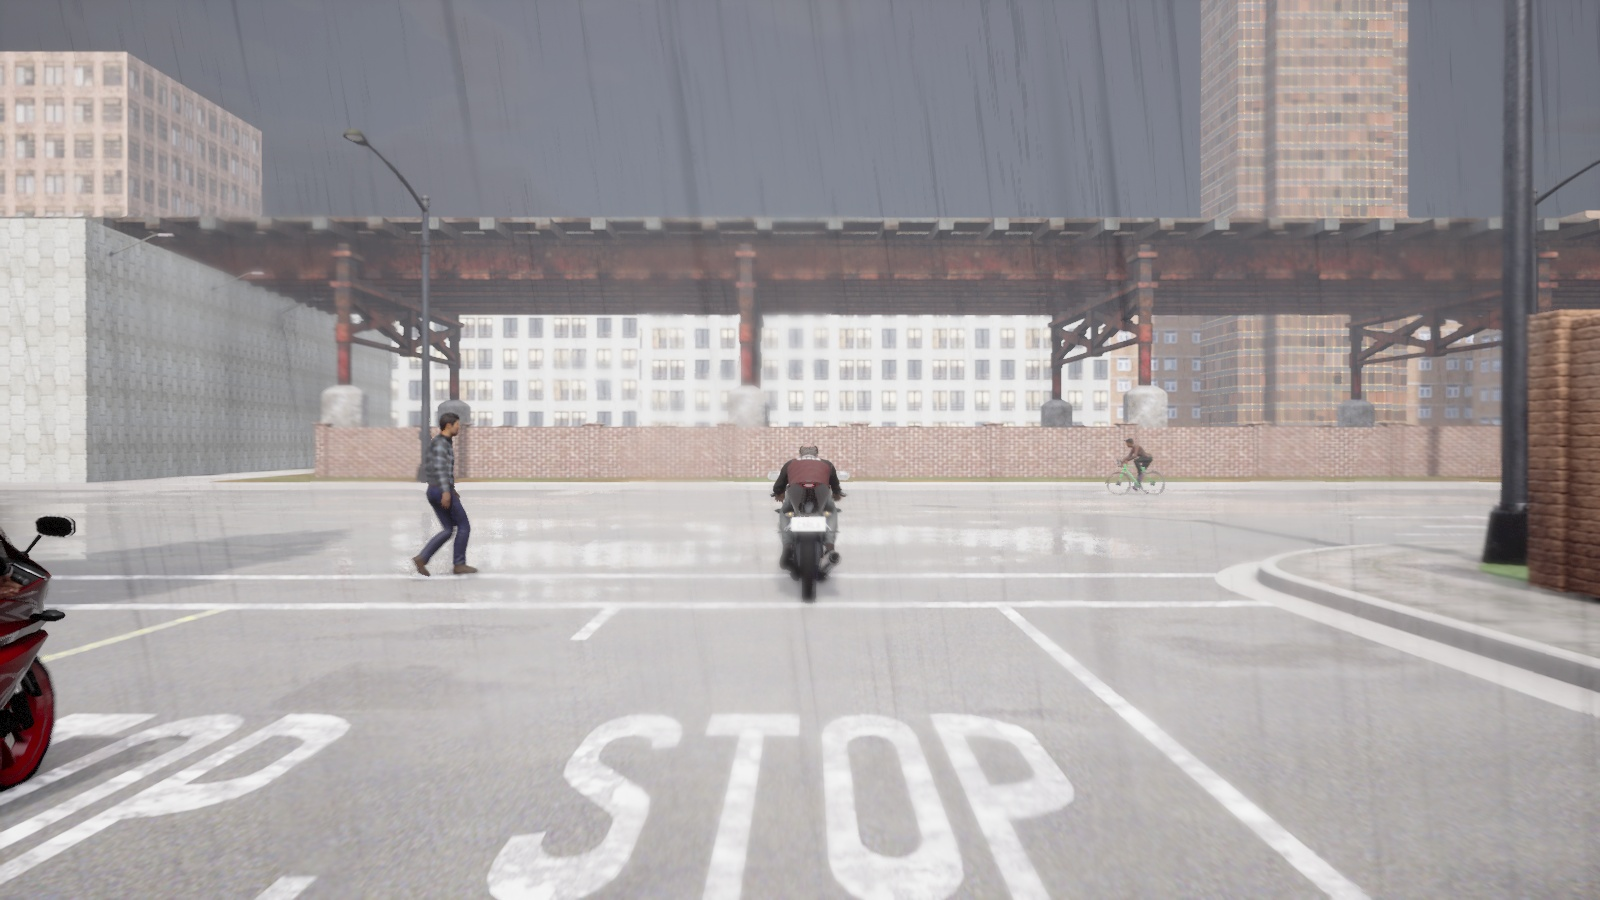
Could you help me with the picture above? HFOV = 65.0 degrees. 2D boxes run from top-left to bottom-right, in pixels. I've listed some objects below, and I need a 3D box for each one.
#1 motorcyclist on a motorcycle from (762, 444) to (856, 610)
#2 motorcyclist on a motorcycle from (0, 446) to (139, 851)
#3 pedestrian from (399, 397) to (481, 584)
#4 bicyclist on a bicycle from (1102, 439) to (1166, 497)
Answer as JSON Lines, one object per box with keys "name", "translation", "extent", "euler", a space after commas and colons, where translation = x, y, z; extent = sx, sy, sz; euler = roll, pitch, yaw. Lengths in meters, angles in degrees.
{"name": "motorcyclist on a motorcycle", "translation": [0.088, 0.710, 12.703], "extent": [0.866, 1.530, 2.191], "euler": [0, 0, 0]}
{"name": "motorcyclist on a motorcycle", "translation": [-3.458, 0.753, 4.636], "extent": [0.866, 1.530, 2.191], "euler": [0, 0, 0]}
{"name": "pedestrian", "translation": [-3.861, 0.421, 13.475], "extent": [0.788, 1.949, 0.423], "euler": [0, 0, -24]}
{"name": "bicyclist on a bicycle", "translation": [9.436, 0.507, 35.534], "extent": [1.656, 1.620, 0.582], "euler": [0, 0, 1]}
